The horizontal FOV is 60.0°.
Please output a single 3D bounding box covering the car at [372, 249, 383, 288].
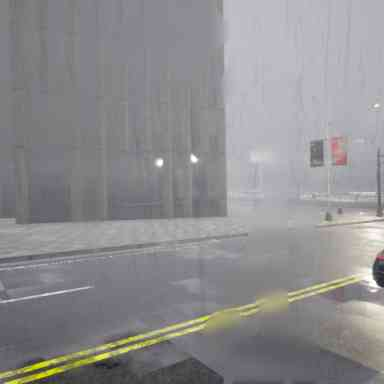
[{"bbox_3d":[6.163,1.558,7.917,4.181,1.385,1.994,0,0,-35],"label":"car"}]
